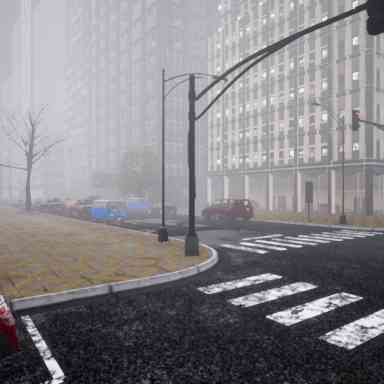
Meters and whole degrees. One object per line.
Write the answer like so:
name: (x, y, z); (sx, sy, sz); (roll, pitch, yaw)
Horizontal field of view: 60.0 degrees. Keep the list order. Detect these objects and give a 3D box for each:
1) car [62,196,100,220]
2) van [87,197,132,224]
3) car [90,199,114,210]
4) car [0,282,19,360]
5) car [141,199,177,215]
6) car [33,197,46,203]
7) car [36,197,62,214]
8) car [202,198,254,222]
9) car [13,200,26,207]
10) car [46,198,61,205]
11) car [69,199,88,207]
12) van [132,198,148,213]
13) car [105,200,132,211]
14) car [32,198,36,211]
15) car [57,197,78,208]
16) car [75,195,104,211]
car: (-10.027, 1.510, 31.014); (2.192, 1.841, 5.009); (0, 0, -36)
van: (-6.646, 1.499, 26.428); (1.690, 1.788, 3.998); (0, 0, -36)
car: (-13.519, 1.844, 49.878); (1.752, 1.417, 4.829); (0, 0, -36)
car: (-4.240, 1.440, 3.532); (4.097, 1.590, 1.967); (0, 0, -36)
car: (-3.276, 1.758, 35.981); (2.008, 1.369, 4.403); (0, 0, -36)
car: (-39.084, 2.063, 85.088); (1.882, 1.535, 5.008); (0, 0, -36)
car: (-16.788, 1.584, 40.187); (2.192, 1.841, 5.009); (0, 0, -36)
car: (2.900, 1.454, 27.602); (2.192, 1.841, 5.009); (0, 0, -36)
car: (-30.309, 1.994, 58.532); (1.802, 1.307, 4.206); (0, 0, -36)
car: (-30.322, 2.061, 72.673); (1.947, 1.339, 4.313); (0, 0, -36)
car: (-20.179, 1.940, 58.913); (2.008, 1.369, 4.403); (0, 0, -36)
van: (-6.658, 1.586, 40.568); (1.690, 1.788, 3.998); (0, 0, -36)
car: (-10.037, 1.847, 45.154); (1.947, 1.339, 4.313); (0, 0, -36)
car: (-20.168, 1.745, 44.773); (1.967, 1.590, 4.097); (0, 0, -36)
car: (-20.780, 1.721, 55.202); (2.097, 1.767, 4.553); (0, 0, -36)
car: (-14.473, 1.524, 46.717); (2.150, 2.045, 5.566); (0, 0, -36)
